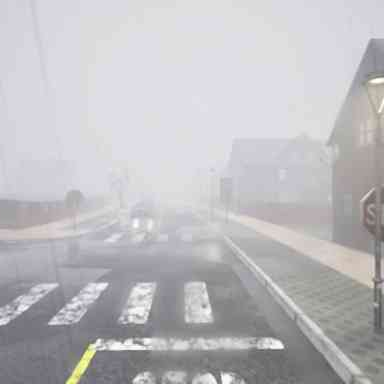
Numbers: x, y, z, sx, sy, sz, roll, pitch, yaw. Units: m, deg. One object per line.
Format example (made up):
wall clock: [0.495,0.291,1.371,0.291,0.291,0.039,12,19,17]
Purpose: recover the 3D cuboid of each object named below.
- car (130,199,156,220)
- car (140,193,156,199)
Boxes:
car: [-4.059,1.532,28.112,1.994,1.385,4.181,0,0,-5]
car: [-7.023,1.172,52.977,2.150,2.045,5.566,0,0,-9]
